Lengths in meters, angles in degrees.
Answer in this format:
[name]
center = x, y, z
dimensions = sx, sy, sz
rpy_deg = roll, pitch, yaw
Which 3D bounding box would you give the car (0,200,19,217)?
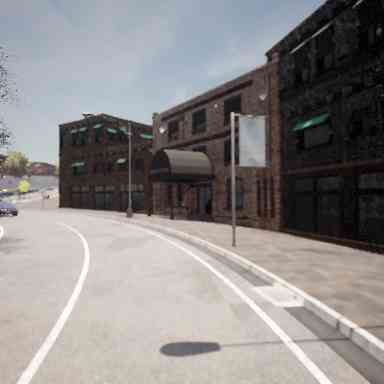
[car]
center = -16.534, 1.378, 28.501
dimensions = 4.674, 1.442, 1.812
rpy_deg = 0, 0, 43
